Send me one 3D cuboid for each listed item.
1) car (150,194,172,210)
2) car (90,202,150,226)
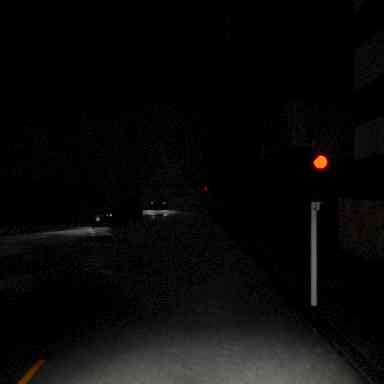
[{"bbox_3d":[-4.102,1.351,42.028,2.097,1.767,4.553,0,0,0],"label":"car"},{"bbox_3d":[-5.229,1.492,23.649,2.128,1.511,4.902,0,0,19],"label":"car"}]
